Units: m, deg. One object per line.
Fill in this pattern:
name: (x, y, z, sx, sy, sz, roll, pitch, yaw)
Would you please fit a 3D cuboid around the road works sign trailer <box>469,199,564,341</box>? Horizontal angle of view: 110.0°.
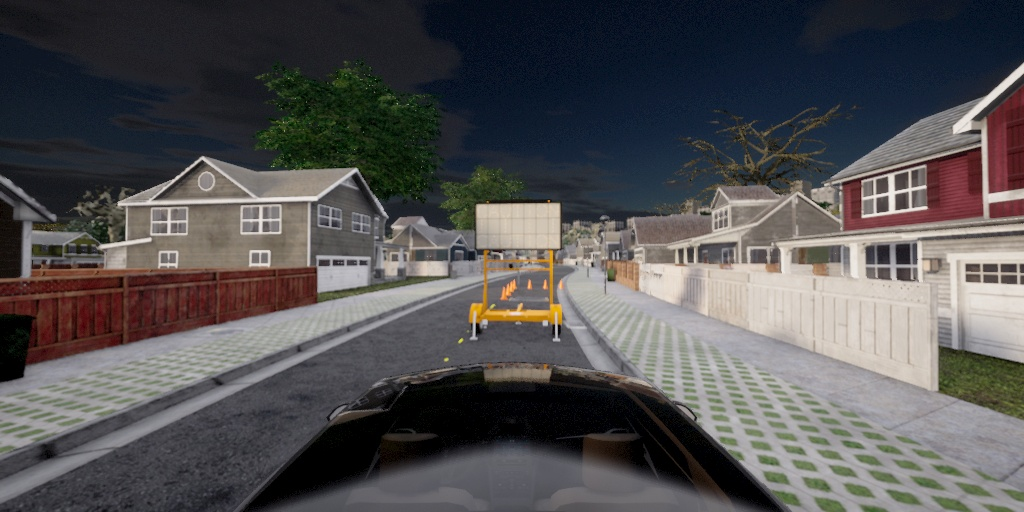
road works sign trailer: (0.183, 0.247, 10.010, 2.380, 3.560, 2.880, 0, 0, 5)
